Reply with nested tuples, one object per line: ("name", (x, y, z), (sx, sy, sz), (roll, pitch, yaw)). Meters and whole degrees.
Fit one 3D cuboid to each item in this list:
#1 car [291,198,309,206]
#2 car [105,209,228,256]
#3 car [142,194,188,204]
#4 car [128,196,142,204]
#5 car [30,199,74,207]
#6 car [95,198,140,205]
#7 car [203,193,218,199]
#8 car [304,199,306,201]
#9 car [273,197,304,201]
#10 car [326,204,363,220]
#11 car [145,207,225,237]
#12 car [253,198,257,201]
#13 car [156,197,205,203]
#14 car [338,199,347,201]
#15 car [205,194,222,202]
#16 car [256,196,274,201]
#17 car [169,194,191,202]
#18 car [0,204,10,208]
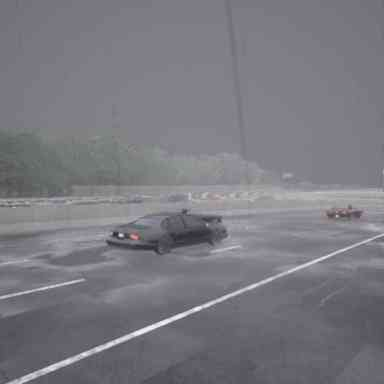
("car", (23.748, 2.198, 73.244), (2.097, 1.767, 4.553), (0, -1, 41))
("car", (-0.747, 1.532, 13.197), (2.033, 1.411, 5.357), (0, 0, 41))
("car", (-2.587, 1.266, 37.954), (2.150, 2.045, 5.566), (0, 0, 41))
("car", (-9.287, 1.381, 53.110), (1.837, 1.490, 4.892), (1, 1, 25))
("car", (-16.300, 1.522, 38.842), (1.895, 1.301, 4.718), (1, 0, 29))
("car", (-8.497, 1.584, 36.533), (1.895, 1.301, 4.718), (0, 0, 41))
("car", (4.650, 1.045, 81.303), (1.895, 1.301, 4.718), (1, 2, 28))
("car", (20.100, 2.121, 63.771), (2.128, 1.511, 4.902), (0, -1, 41))
("car", (15.470, 1.898, 53.184), (2.128, 1.511, 4.902), (0, -1, 42))
("car", (13.744, 1.769, 29.763), (1.895, 1.301, 4.718), (0, 0, 41))
("car", (-0.273, 1.596, 19.056), (1.895, 1.301, 4.718), (0, 0, 41))
("car", (13.331, 1.690, 61.365), (2.150, 2.045, 5.566), (0, -1, 42))
("car", (-1.090, 1.567, 34.347), (1.812, 1.442, 4.674), (0, 0, 41))
("car", (32.965, 2.384, 73.150), (2.097, 1.767, 4.553), (0, -1, 41))
("car", (2.566, 1.537, 49.153), (2.097, 1.767, 4.553), (0, -1, 41))
("car", (13.248, 1.910, 55.952), (1.837, 1.490, 4.892), (0, -1, 42))
("car", (-2.358, 1.256, 67.605), (2.033, 1.411, 5.357), (1, 1, 26))
("car", (-13.243, 1.424, 20.479), (1.837, 1.490, 4.892), (0, 0, 41))
